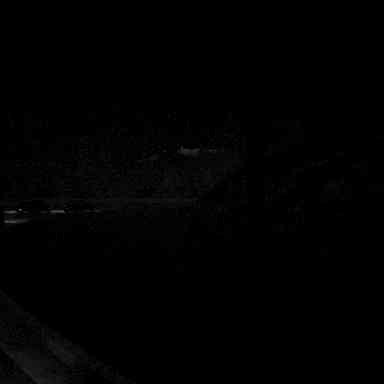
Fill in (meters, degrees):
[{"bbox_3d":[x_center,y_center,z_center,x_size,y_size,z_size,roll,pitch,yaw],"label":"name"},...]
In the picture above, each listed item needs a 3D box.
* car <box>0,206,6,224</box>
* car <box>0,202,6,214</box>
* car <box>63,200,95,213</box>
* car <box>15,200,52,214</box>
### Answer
[{"bbox_3d":[-14.491,1.615,23.052,1.812,1.442,4.674,0,0,-12],"label":"car"},{"bbox_3d":[-21.936,1.734,34.828,1.895,1.301,4.718,0,0,5],"label":"car"},{"bbox_3d":[-13.734,1.727,40.556,1.812,1.442,4.674,0,0,15],"label":"car"},{"bbox_3d":[-17.912,1.673,37.903,1.837,1.490,4.892,0,0,10],"label":"car"}]
